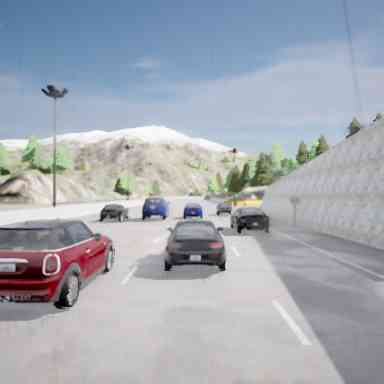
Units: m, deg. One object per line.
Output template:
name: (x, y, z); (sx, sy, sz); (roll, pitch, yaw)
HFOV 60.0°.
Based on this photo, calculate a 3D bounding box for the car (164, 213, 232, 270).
car: (0.096, 1.641, 11.293); (1.812, 1.442, 4.674); (0, -1, 0)

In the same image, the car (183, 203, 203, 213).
car: (0.092, 1.817, 33.356); (1.882, 1.535, 5.008); (0, -1, 0)

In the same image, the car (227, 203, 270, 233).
car: (3.594, 1.695, 21.280); (1.882, 1.535, 5.008); (0, -1, 0)

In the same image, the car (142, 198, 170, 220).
car: (-3.408, 1.543, 31.655); (2.150, 2.045, 5.566); (0, -1, 0)

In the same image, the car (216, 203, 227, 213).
car: (3.844, 1.943, 38.923); (2.033, 1.411, 5.357); (0, -1, 4)

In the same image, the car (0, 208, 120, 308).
car: (-3.403, 1.437, 8.256); (2.097, 1.767, 4.553); (0, -1, 0)

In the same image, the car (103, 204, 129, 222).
car: (-6.908, 1.808, 29.903); (1.837, 1.490, 4.892); (0, -1, 0)
